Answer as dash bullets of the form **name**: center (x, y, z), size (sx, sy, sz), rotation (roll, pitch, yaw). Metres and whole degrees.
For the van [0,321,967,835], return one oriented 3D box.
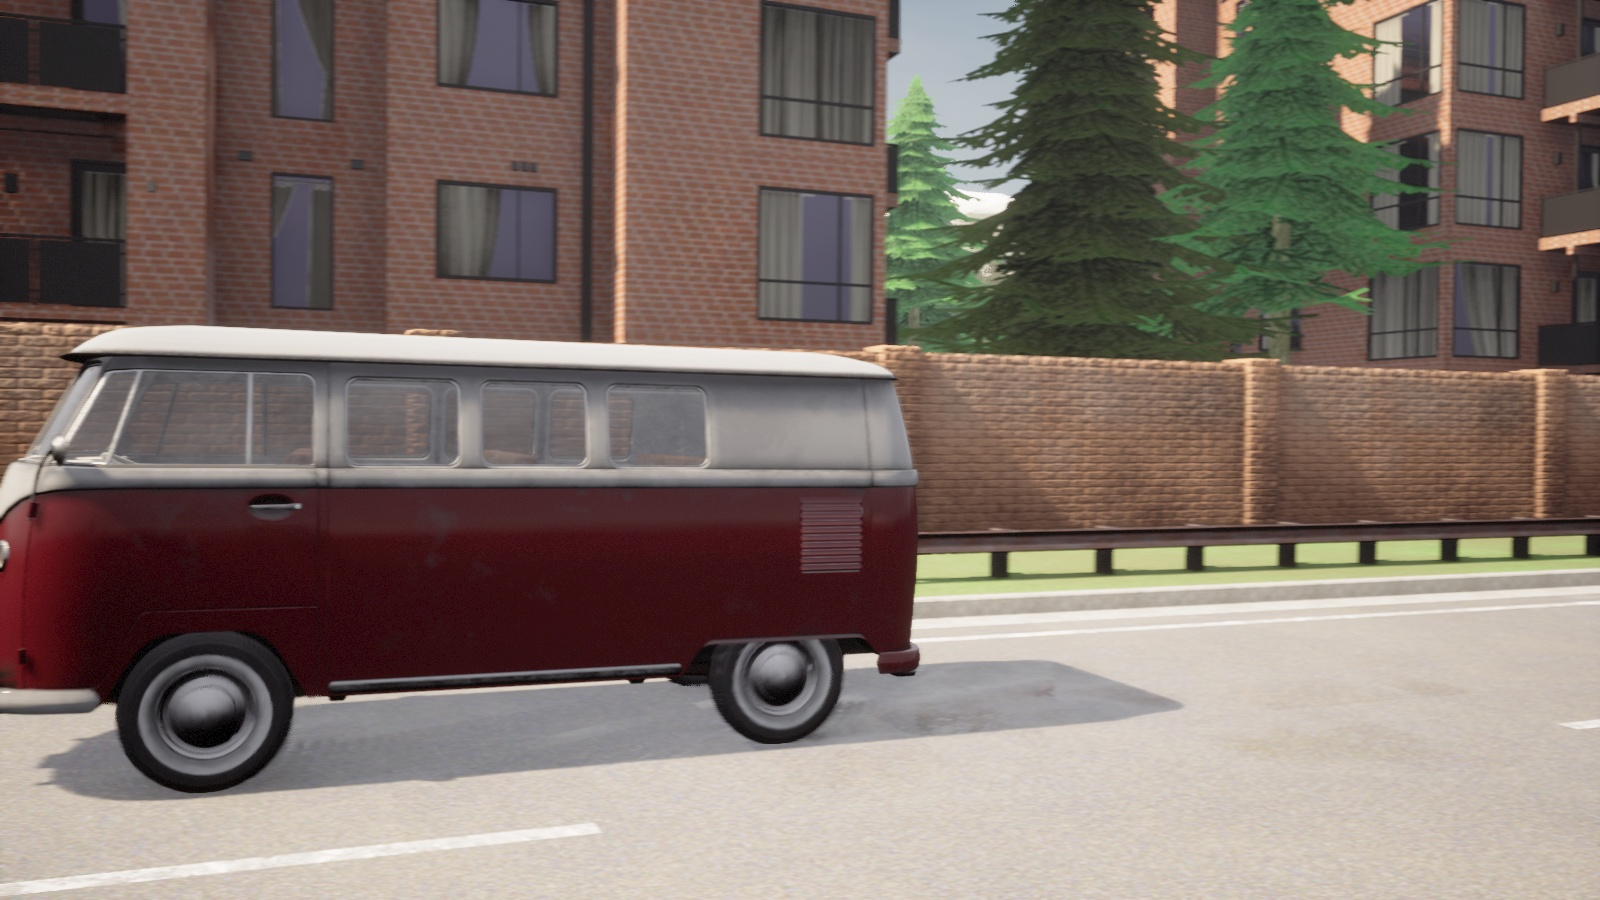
- **van**: center (-1.550, 0.465, 6.391), size (4.442, 1.987, 1.775), rotation (-1, 1, -21)
